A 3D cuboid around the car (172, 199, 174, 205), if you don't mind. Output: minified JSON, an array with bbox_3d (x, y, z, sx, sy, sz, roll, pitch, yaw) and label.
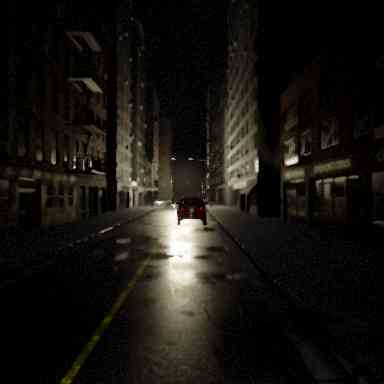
[{"bbox_3d":[-3.062,1.883,68.195,1.994,1.385,4.181,0,0,0],"label":"car"}]

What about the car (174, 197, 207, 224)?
[{"bbox_3d":[0.000,1.364,25.654,2.150,2.045,5.566,0,0,0],"label":"car"}]

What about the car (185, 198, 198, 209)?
[{"bbox_3d":[-0.043,1.732,50.409,1.882,1.535,5.008,0,-1,0],"label":"car"}]
